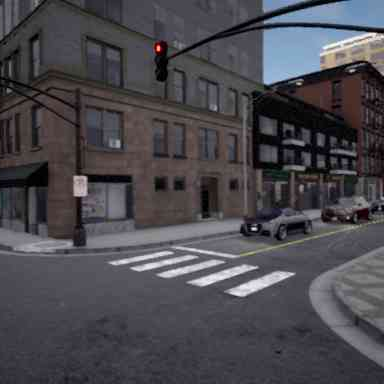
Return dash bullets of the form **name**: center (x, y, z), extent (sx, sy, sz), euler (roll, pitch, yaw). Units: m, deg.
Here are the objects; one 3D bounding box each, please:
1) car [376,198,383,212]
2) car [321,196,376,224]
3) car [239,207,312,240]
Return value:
- **car**: center (17.490, 1.242, 29.993), extent (1.994, 1.385, 4.181), euler (0, 0, 44)
- **car**: center (10.640, 1.122, 22.888), extent (2.097, 1.767, 4.553), euler (0, 0, 44)
- **car**: center (4.109, 1.424, 16.114), extent (1.994, 1.385, 4.181), euler (0, 0, 44)
